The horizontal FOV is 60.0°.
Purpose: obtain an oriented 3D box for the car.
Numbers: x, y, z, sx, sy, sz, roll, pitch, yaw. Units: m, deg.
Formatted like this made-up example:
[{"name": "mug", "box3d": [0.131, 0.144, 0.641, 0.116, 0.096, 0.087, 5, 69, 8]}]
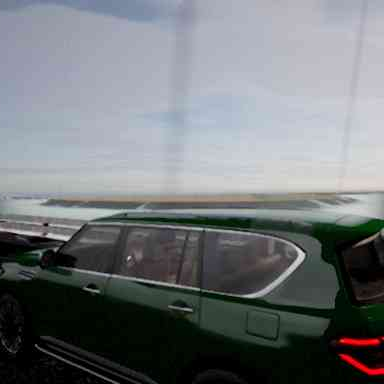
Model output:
[{"name": "car", "box3d": [-0.357, 1.219, 4.240, 5.566, 2.045, 2.150, 0, 0, 35]}]
